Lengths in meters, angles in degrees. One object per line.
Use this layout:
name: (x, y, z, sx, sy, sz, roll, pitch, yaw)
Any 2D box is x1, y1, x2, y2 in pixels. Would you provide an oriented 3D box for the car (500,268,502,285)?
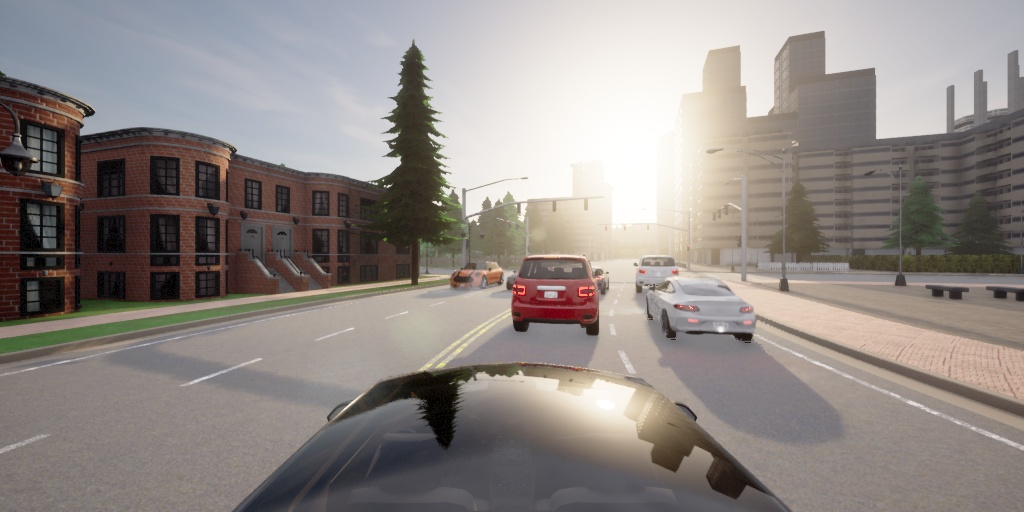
car: (1.101, 1.319, 21.739, 1.994, 1.385, 4.181, 0, 0, 19)

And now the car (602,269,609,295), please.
car: (4.359, 1.276, 19.960, 1.812, 1.442, 4.674, 0, 0, 19)

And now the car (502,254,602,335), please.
car: (1.491, 0.971, 10.765, 2.150, 2.045, 5.566, 0, 0, 13)

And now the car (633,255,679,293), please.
car: (8.253, 0.972, 20.586, 2.150, 2.045, 5.566, 0, 0, 19)

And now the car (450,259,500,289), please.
car: (-2.140, 1.114, 23.068, 2.097, 1.767, 4.553, 0, 0, 19)

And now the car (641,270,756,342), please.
car: (4.863, 1.275, 9.755, 1.812, 1.442, 4.674, 0, 0, 12)
